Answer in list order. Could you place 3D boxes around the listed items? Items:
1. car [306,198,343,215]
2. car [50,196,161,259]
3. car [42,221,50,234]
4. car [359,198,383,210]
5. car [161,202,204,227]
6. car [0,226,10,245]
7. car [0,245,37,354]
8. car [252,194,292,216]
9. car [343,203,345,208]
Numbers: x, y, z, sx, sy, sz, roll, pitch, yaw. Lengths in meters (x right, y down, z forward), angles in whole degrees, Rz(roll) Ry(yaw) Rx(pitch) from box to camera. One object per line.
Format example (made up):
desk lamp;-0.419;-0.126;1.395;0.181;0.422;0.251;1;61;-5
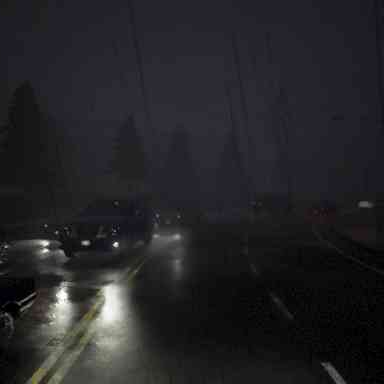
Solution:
car;13.031;1.572;32.885;1.895;1.301;4.718;0;0;40
car;-2.968;1.211;13.005;2.150;2.045;5.566;0;0;7
car;-5.799;1.533;18.346;2.033;1.411;5.357;0;0;13
car;22.643;1.489;41.175;4.674;1.442;1.812;0;0;-30
car;-0.760;1.582;22.776;1.895;1.301;4.718;0;0;20
car;-6.768;1.346;8.452;2.097;1.767;4.553;0;0;3
car;-3.533;1.599;3.291;1.895;1.301;4.718;0;0;1
car;7.787;1.195;32.230;2.150;2.045;5.566;0;0;37
car;16.875;1.511;41.507;5.357;1.411;2.033;0;0;-36
